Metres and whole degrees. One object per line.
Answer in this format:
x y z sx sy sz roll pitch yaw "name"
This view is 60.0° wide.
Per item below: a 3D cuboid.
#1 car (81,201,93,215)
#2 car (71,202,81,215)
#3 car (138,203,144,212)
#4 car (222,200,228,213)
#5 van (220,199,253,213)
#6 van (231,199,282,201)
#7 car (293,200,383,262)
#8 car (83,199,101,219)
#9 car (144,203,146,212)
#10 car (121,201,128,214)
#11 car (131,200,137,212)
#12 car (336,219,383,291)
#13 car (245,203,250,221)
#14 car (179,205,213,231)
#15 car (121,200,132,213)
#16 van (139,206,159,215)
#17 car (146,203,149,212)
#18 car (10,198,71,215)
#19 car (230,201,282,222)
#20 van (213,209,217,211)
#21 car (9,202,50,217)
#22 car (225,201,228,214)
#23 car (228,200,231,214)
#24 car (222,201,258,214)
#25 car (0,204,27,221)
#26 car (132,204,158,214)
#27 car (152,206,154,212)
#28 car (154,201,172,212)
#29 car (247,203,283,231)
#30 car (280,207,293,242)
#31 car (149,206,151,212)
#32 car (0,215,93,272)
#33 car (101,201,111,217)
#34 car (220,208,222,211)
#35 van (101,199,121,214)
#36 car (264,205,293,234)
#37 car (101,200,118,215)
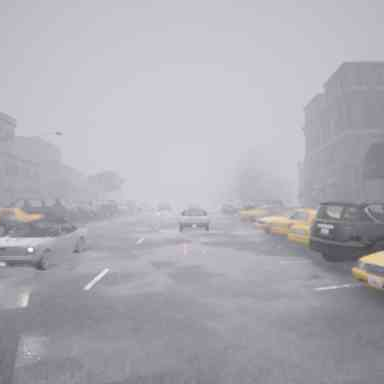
-11.321 1.787 28.583 4.892 1.521 2.231 0 -1 -20 "car"
-11.341 1.728 25.646 4.892 1.521 2.231 -1 -1 -20 "car"
-11.054 2.611 54.962 5.008 1.535 2.097 0 -3 -19 "car"
6.619 2.119 40.613 4.792 1.488 2.163 1 -2 -19 "car"
6.584 2.148 49.543 4.442 1.987 1.878 1 -3 -19 "van"
6.404 1.631 31.586 4.442 1.987 1.878 1 -1 -19 "van"
6.432 1.297 10.695 5.566 2.045 2.435 1 -1 -20 "car"
-11.276 1.722 31.524 4.553 1.767 2.185 0 -1 -20 "car"
-11.010 2.769 57.884 4.892 1.521 2.231 0 -3 -19 "car"
-11.198 2.202 43.247 4.674 1.452 2.002 0 -2 -19 "car"
-11.098 2.385 49.116 4.792 1.488 2.163 0 -2 -19 "car"
6.223 1.522 7.626 5.366 1.575 1.946 1 0 -20 "car"
6.422 1.719 22.635 4.792 1.488 2.163 1 -1 -20 "car"
0.153 1.788 22.202 1.895 1.301 4.718 0 -1 0 "car"
-11.166 2.295 46.184 4.674 1.452 2.002 0 -2 -19 "car"
-10.462 4.501 81.295 4.442 1.987 1.878 1 -6 -19 "van"
-11.131 2.941 60.737 5.366 1.575 1.946 0 -4 -19 "car"
-11.394 1.427 22.704 5.566 2.045 2.435 -1 -1 -20 "car"
6.314 1.791 28.567 5.366 1.575 1.946 1 -1 -19 "car"
7.473 5.911 95.256 4.442 1.987 1.878 3 -6 -18 "van"
-11.552 1.629 19.721 5.366 1.575 1.946 -1 -1 -20 "car"
6.557 2.046 37.609 4.674 1.452 2.002 1 -2 -19 "car"
6.505 1.805 34.614 4.553 1.767 2.185 1 -2 -19 "car"
6.691 2.147 46.598 4.553 1.767 2.185 1 -2 -19 "car"
-11.397 1.593 16.847 5.008 1.535 2.097 -1 -1 -20 "car"
-10.670 3.887 75.424 5.566 2.045 2.435 1 -6 -19 "car"
-10.797 3.600 69.547 4.892 1.521 2.231 1 -4 -19 "car"
-4.599 2.514 56.921 2.150 2.045 5.566 0 -3 1 "car"
6.261 1.637 19.595 5.366 1.575 1.946 1 -1 -20 "car"
6.588 1.573 13.736 5.366 1.575 1.946 1 -1 -20 "car"
-10.917 3.146 63.720 4.892 1.521 2.231 0 -4 -19 "car"
-5.088 1.658 11.143 1.895 1.301 4.718 0 0 0 "car"
-11.254 1.948 34.463 4.792 1.488 2.163 0 -2 -19 "car"
6.605 1.926 43.583 5.566 2.045 2.435 1 -2 -19 "car"
-11.337 1.849 40.280 4.442 1.987 1.878 0 -1 -19 "van"
6.596 1.606 16.728 5.366 1.575 1.946 1 -1 -20 "car"
-11.261 1.993 37.381 5.008 1.535 2.097 0 -2 -19 "car"
